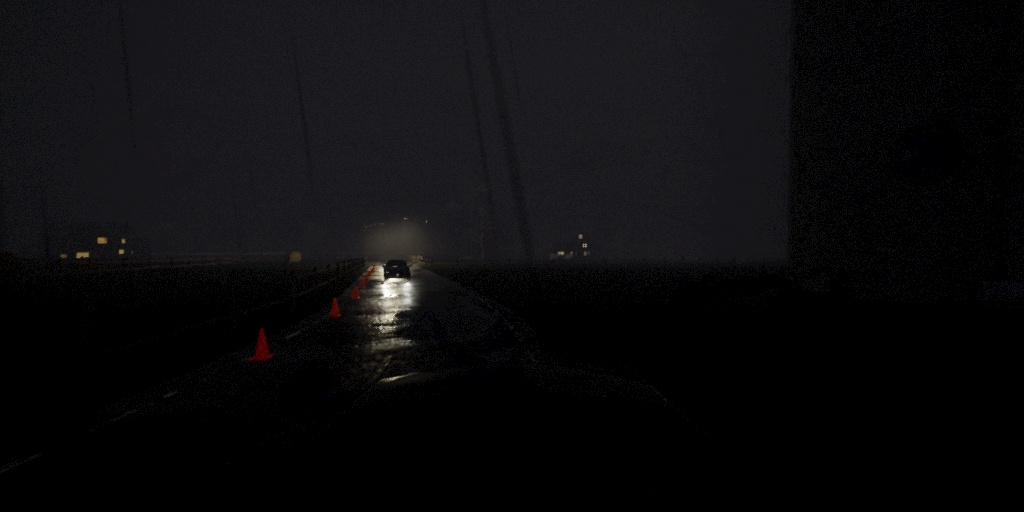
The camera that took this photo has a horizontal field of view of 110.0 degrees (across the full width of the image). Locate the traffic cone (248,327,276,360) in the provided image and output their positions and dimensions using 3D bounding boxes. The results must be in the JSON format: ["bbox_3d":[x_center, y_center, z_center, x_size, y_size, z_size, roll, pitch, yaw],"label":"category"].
[{"bbox_3d":[-4.875,1.690,6.998,0.340,0.580,0.340,0,0,-8],"label":"traffic cone"}]

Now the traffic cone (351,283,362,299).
[{"bbox_3d":[-7.083,1.611,16.228,0.340,0.580,0.340,0,0,-19],"label":"traffic cone"}]

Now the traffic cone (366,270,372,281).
[{"bbox_3d":[-10.384,1.512,25.662,0.340,0.580,0.340,0,0,-19],"label":"traffic cone"}]

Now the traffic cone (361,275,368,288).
[{"bbox_3d":[-8.733,1.563,20.943,0.340,0.580,0.340,0,0,-19],"label":"traffic cone"}]

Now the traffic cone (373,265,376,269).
[{"bbox_3d":[-13.688,1.405,35.101,0.340,0.580,0.340,0,0,-19],"label":"traffic cone"}]

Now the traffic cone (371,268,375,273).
[{"bbox_3d":[-12.035,1.459,30.382,0.340,0.580,0.340,0,0,-19],"label":"traffic cone"}]

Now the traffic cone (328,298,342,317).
[{"bbox_3d":[-5.749,1.651,11.668,0.340,0.580,0.340,0,0,-13],"label":"traffic cone"}]

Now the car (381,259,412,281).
[{"bbox_3d":[-8.732,1.025,27.192,1.837,1.490,4.892,-1,1,-19],"label":"car"}]
